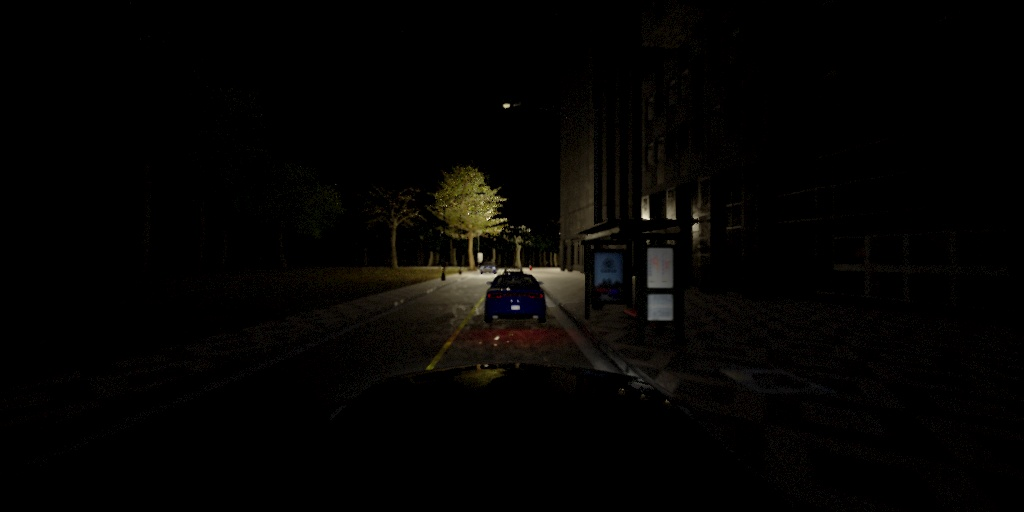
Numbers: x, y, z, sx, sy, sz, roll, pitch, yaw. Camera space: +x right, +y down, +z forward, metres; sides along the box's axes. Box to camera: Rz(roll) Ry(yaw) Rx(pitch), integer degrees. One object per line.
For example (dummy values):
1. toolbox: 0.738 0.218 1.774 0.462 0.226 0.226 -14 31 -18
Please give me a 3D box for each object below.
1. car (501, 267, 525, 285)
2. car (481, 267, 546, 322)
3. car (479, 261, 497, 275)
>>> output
1. car: 0.105 1.654 30.748 1.895 1.301 4.718 0 -1 0
2. car: 0.105 1.342 12.796 1.882 1.535 5.008 0 0 0
3. car: -3.060 1.565 47.095 2.097 1.767 4.553 0 0 0
